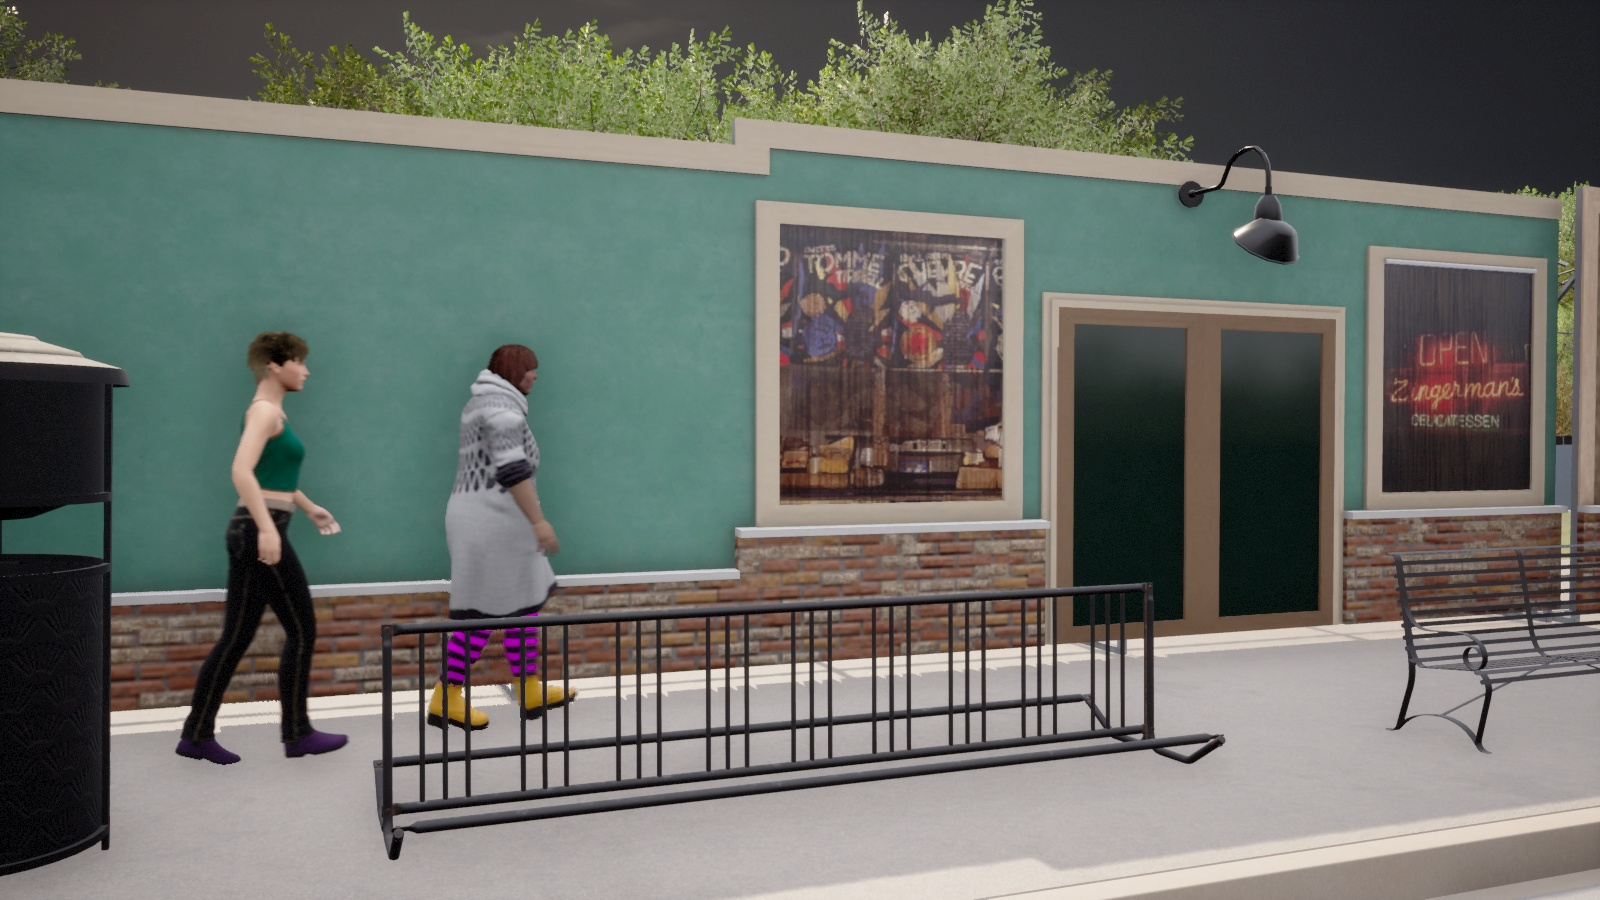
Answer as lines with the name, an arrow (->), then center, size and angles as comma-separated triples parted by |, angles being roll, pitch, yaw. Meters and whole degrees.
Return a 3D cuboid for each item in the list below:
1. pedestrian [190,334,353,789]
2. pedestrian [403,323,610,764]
pedestrian -> -2.251, 0.445, 5.348 | 0.594, 1.836, 0.345 | -1, 1, -27
pedestrian -> -1.416, 0.408, 6.014 | 0.873, 1.952, 0.659 | -1, 1, -20
